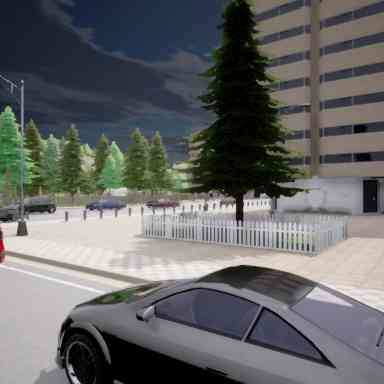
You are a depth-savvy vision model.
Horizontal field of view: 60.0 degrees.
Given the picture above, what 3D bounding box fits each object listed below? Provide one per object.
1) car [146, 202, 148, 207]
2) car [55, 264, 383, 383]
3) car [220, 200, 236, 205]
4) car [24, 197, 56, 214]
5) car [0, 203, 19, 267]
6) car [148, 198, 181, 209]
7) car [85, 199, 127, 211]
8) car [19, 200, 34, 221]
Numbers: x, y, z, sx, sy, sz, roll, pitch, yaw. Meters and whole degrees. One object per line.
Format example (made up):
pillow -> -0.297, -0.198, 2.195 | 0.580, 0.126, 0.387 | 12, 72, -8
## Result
car -> -4.923, 1.564, 49.362 | 1.994, 1.385, 4.181 | 0, 0, 36
car -> 0.373, 1.564, 3.726 | 4.181, 1.385, 1.994 | 0, 0, 35
car -> 6.765, 1.564, 59.429 | 1.994, 1.385, 4.181 | 0, 0, 35
car -> -16.187, 1.352, 33.554 | 2.097, 1.767, 4.553 | 0, 0, 35
car -> -7.318, 1.221, 9.157 | 5.566, 2.045, 2.150 | 0, 0, 36
car -> -3.385, 1.525, 45.189 | 1.812, 1.442, 4.674 | 0, 0, 35
car -> -10.612, 1.547, 41.391 | 2.033, 1.411, 5.357 | 0, 0, 35
car -> -14.511, 1.547, 23.514 | 2.033, 1.411, 5.357 | 0, 0, 35
